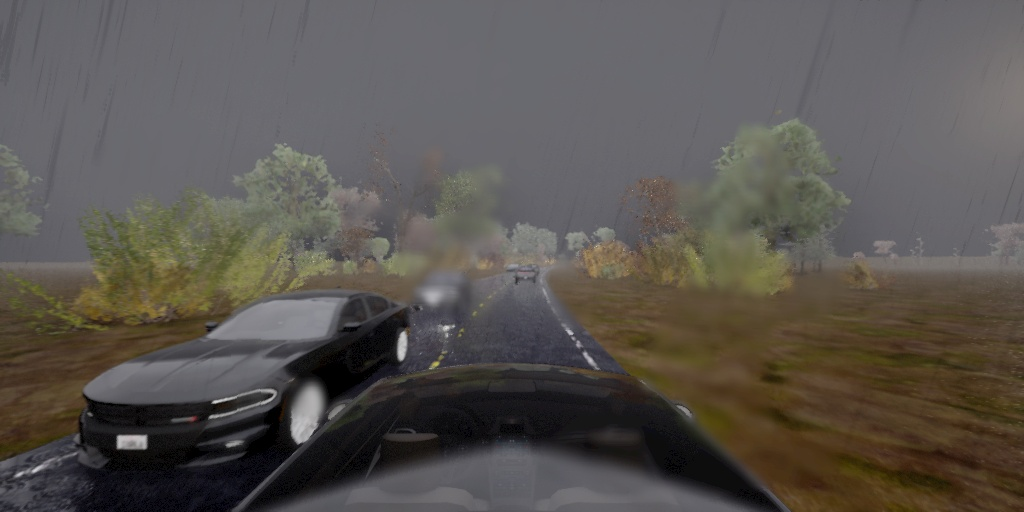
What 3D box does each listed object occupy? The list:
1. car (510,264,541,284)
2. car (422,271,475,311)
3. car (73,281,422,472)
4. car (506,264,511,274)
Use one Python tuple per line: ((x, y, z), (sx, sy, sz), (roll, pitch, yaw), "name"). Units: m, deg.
((1.295, 1.621, 31.883), (2.128, 1.511, 4.902), (0, -1, 4), "car")
((-2.785, 1.410, 15.517), (2.128, 1.511, 4.902), (0, -1, 2), "car")
((-3.035, 1.270, 5.410), (1.882, 1.535, 5.008), (0, -1, 1), "car")
((0.254, 1.882, 53.444), (1.882, 1.535, 5.008), (0, -1, 7), "car")
